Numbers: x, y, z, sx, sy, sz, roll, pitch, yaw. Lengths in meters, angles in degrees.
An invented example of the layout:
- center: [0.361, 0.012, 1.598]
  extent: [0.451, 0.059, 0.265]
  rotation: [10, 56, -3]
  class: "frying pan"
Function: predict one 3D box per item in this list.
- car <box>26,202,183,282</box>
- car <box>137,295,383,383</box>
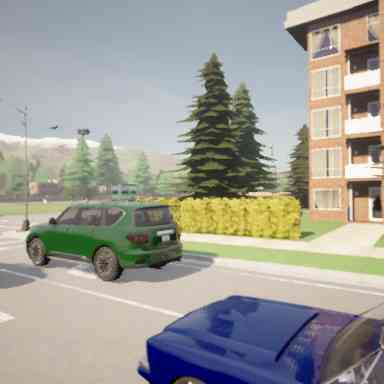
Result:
- center: [-2.860, 1.320, 10.295]
  extent: [5.566, 2.045, 2.150]
  rotation: [0, 0, 36]
  class: "car"
- center: [1.792, 1.601, 2.715]
  extent: [4.718, 1.301, 1.895]
  rotation: [-1, 0, 35]
  class: "car"
